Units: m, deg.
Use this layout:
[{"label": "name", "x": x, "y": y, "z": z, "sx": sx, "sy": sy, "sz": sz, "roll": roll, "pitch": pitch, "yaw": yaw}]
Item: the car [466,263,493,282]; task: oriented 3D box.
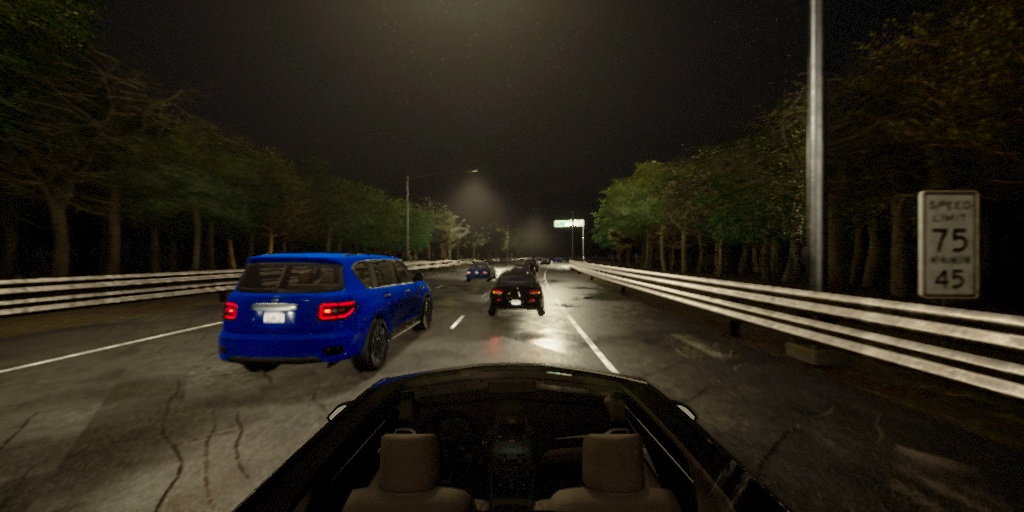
[{"label": "car", "x": -2.432, "y": 1.282, "z": 28.983, "sx": 2.033, "sy": 1.411, "sz": 5.357, "roll": 0, "pitch": 0, "yaw": 4}]

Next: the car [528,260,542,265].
[{"label": "car", "x": 2.380, "y": 1.261, "z": 44.626, "sx": 1.812, "sy": 1.442, "sz": 4.674, "roll": 0, "pitch": 0, "yaw": 6}]

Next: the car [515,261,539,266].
[{"label": "car", "x": 0.781, "y": 1.306, "z": 25.992, "sx": 1.994, "sy": 1.385, "sz": 4.181, "roll": 0, "pitch": 0, "yaw": 4}]

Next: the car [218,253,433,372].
[{"label": "car", "x": -3.328, "y": 0.962, "z": 7.755, "sx": 2.150, "sy": 2.045, "sz": 5.566, "roll": 0, "pitch": 0, "yaw": 1}]

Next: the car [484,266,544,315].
[{"label": "car", "x": 0.199, "y": 1.273, "z": 13.392, "sx": 1.812, "sy": 1.442, "sz": 4.674, "roll": 0, "pitch": 0, "yaw": 2}]

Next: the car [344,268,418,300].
[{"label": "car", "x": -6.515, "y": 1.330, "z": 18.487, "sx": 1.895, "sy": 1.301, "sz": 4.718, "roll": 0, "pitch": 0, "yaw": 2}]
